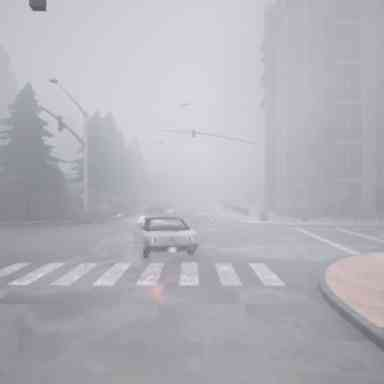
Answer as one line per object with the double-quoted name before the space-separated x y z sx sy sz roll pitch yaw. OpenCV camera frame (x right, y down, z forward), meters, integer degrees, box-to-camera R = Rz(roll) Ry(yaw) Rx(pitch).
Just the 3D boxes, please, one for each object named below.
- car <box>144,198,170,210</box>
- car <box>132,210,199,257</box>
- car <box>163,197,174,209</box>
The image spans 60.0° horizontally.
"car" -3.753 1.619 34.670 1.895 1.301 4.718 0 0 1
"car" -1.223 1.605 13.089 1.895 1.301 4.718 0 0 -15
"car" -3.637 1.492 46.853 1.882 1.535 5.008 0 0 1
